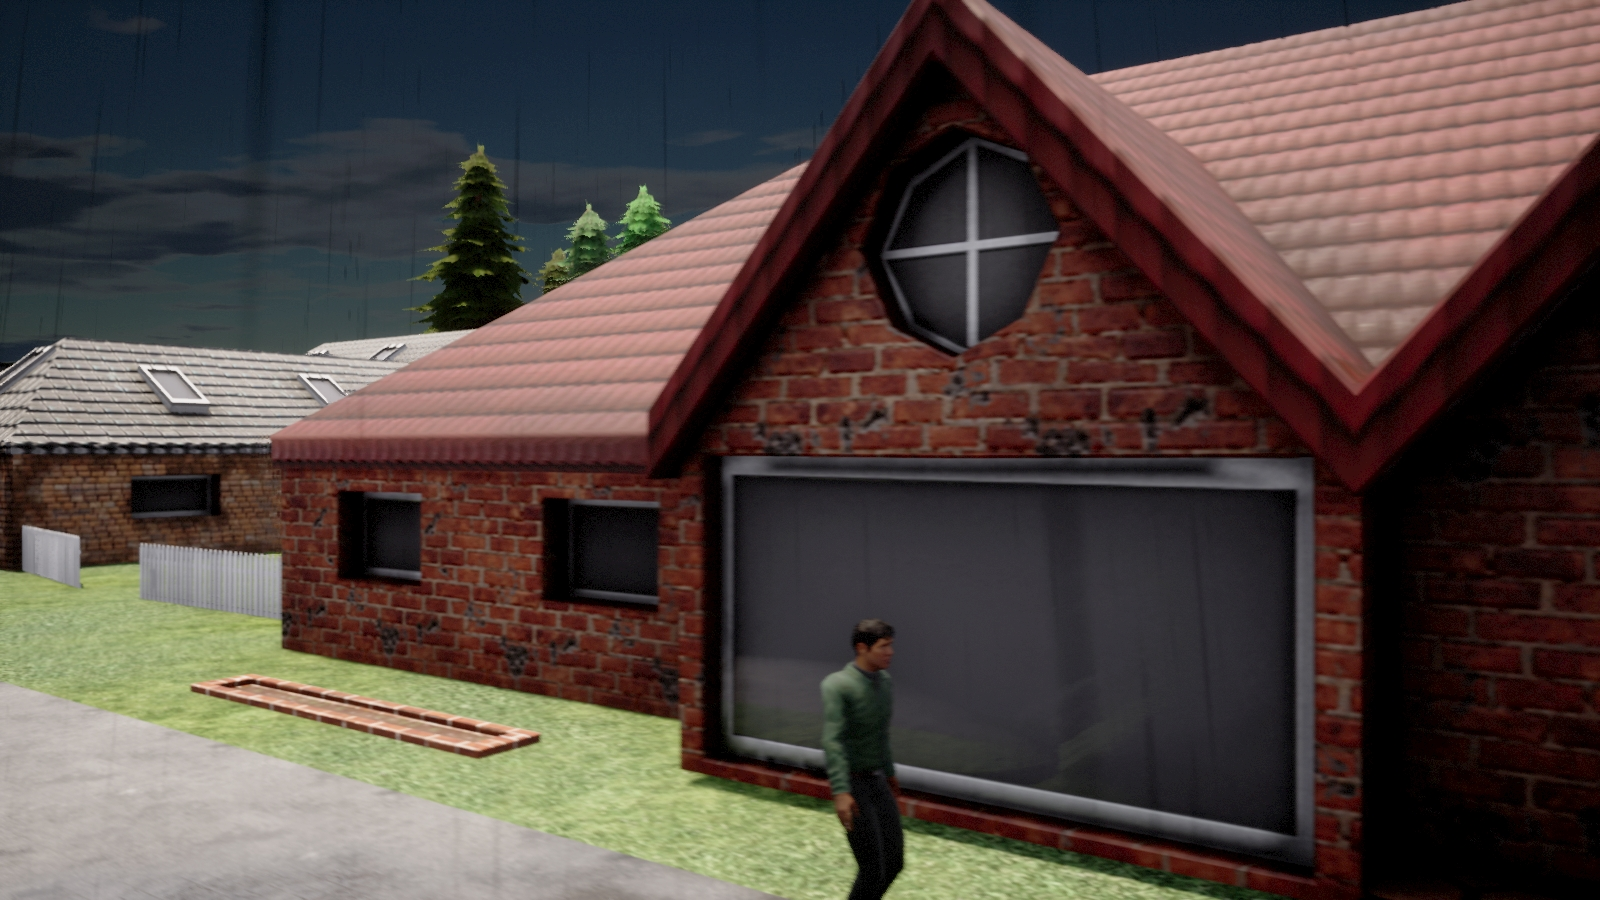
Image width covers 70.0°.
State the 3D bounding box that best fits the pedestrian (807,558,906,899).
[{"bbox_3d":[0.298,1.526,6.035,0.375,1.860,0.375,0,0,38],"label":"pedestrian"}]
